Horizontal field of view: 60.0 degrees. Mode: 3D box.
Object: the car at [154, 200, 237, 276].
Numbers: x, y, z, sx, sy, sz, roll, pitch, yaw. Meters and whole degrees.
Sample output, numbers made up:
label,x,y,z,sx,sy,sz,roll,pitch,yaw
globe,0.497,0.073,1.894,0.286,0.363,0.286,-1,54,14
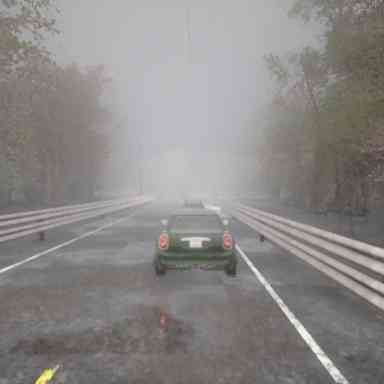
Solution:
label,x,y,z,sx,sy,sz,roll,pitch,yaw
car,0.093,1.276,10.223,2.097,1.767,4.553,0,0,0
